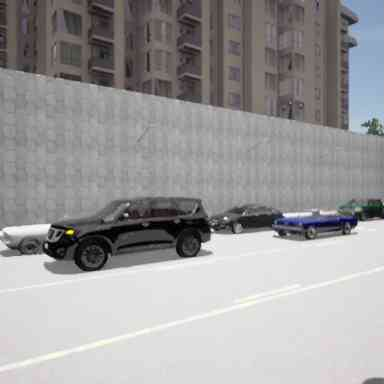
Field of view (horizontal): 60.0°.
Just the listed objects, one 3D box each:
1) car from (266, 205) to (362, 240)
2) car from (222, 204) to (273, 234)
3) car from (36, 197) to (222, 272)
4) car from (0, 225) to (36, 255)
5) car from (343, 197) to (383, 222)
[{"bbox_3d":[6.213,1.546,16.714,4.718,1.301,1.895,0,0,-34],"label":"car"},{"bbox_3d":[3.098,1.454,18.828,4.892,1.490,1.837,0,0,-34],"label":"car"},{"bbox_3d":[-1.917,1.202,11.152,5.566,2.045,2.150,0,0,-34],"label":"car"},{"bbox_3d":[-4.967,1.584,13.307,4.718,1.301,1.895,0,0,-35],"label":"car"},{"bbox_3d":[12.996,1.258,25.590,4.553,1.767,2.097,0,0,-34],"label":"car"}]
